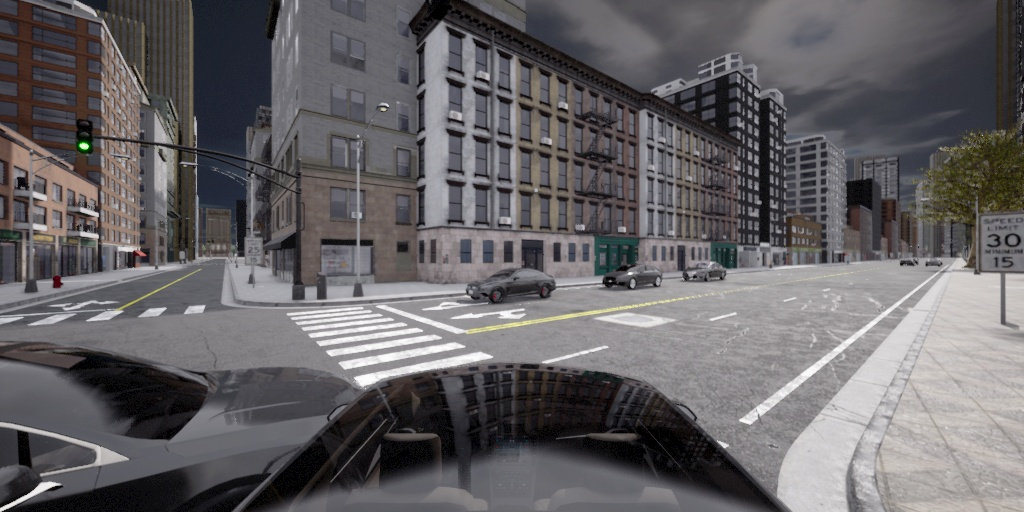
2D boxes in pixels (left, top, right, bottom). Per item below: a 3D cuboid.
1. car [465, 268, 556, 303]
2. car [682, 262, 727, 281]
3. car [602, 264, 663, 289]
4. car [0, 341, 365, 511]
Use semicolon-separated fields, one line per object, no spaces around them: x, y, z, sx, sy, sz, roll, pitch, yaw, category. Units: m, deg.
0.058;1.285;16.810;4.674;1.442;1.812;0;0;-39;car
15.833;1.231;29.413;4.902;1.511;2.128;0;0;-38;car
7.786;1.255;22.990;4.892;1.490;1.837;0;0;-39;car
-3.212;1.257;1.857;4.892;1.490;1.837;0;0;-34;car
